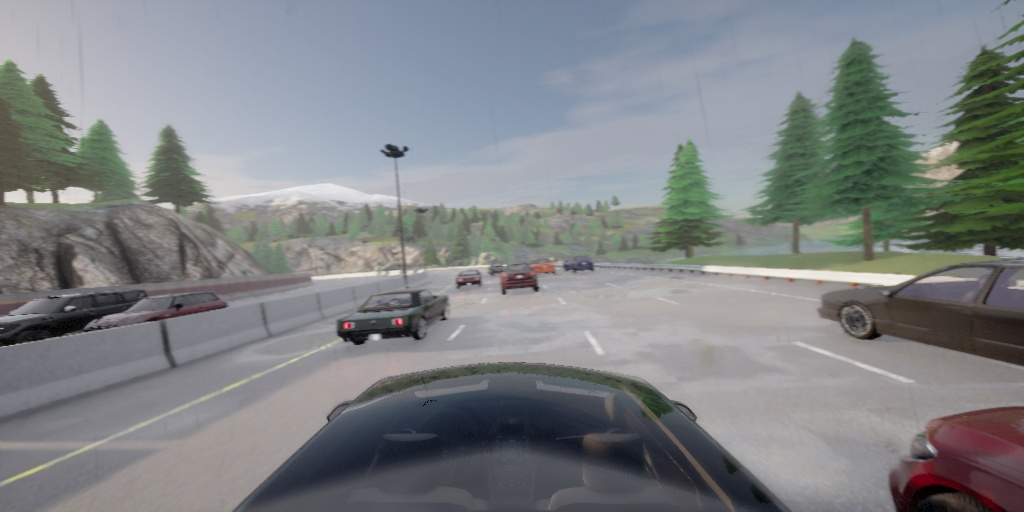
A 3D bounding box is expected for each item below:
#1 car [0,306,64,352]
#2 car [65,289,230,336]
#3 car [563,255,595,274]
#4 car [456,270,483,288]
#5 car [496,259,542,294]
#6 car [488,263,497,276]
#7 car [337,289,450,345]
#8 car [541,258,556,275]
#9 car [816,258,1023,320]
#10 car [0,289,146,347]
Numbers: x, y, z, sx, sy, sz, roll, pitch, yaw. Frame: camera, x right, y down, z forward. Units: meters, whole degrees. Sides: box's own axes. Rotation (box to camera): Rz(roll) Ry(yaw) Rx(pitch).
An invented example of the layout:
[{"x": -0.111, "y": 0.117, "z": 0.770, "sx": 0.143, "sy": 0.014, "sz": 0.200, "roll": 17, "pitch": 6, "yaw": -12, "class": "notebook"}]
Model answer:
[{"x": -20.872, "y": 3.047, "z": 13.364, "sx": 1.882, "sy": 1.535, "sz": 5.008, "roll": -5, "pitch": 0, "yaw": 2, "class": "car"}, {"x": -13.893, "y": 2.338, "z": 14.398, "sx": 2.097, "sy": 1.767, "sz": 4.553, "roll": -5, "pitch": 0, "yaw": 1, "class": "car"}, {"x": 6.488, "y": 0.732, "z": 35.620, "sx": 2.097, "sy": 1.767, "sz": 4.553, "roll": -5, "pitch": 0, "yaw": -7, "class": "car"}, {"x": -3.323, "y": 1.772, "z": 28.555, "sx": 1.895, "sy": 1.301, "sz": 4.718, "roll": -5, "pitch": 0, "yaw": -4, "class": "car"}, {"x": 0.337, "y": 1.177, "z": 21.818, "sx": 2.097, "sy": 1.767, "sz": 4.553, "roll": -5, "pitch": 0, "yaw": -2, "class": "car"}, {"x": -1.906, "y": 1.632, "z": 45.306, "sx": 2.128, "sy": 1.511, "sz": 4.902, "roll": -5, "pitch": 0, "yaw": -10, "class": "car"}, {"x": -3.232, "y": 1.671, "z": 10.907, "sx": 1.895, "sy": 1.301, "sz": 4.718, "roll": -5, "pitch": 0, "yaw": 3, "class": "car"}, {"x": 2.883, "y": 1.040, "z": 36.294, "sx": 2.097, "sy": 1.767, "sz": 4.553, "roll": -5, "pitch": 0, "yaw": -7, "class": "car"}, {"x": 6.882, "y": 0.732, "z": 4.707, "sx": 2.033, "sy": 1.411, "sz": 5.357, "roll": -5, "pitch": 0, "yaw": 4, "class": "car"}, {"x": -17.363, "y": 2.498, "z": 14.093, "sx": 2.150, "sy": 2.045, "sz": 5.566, "roll": -5, "pitch": 0, "yaw": 2, "class": "car"}]
